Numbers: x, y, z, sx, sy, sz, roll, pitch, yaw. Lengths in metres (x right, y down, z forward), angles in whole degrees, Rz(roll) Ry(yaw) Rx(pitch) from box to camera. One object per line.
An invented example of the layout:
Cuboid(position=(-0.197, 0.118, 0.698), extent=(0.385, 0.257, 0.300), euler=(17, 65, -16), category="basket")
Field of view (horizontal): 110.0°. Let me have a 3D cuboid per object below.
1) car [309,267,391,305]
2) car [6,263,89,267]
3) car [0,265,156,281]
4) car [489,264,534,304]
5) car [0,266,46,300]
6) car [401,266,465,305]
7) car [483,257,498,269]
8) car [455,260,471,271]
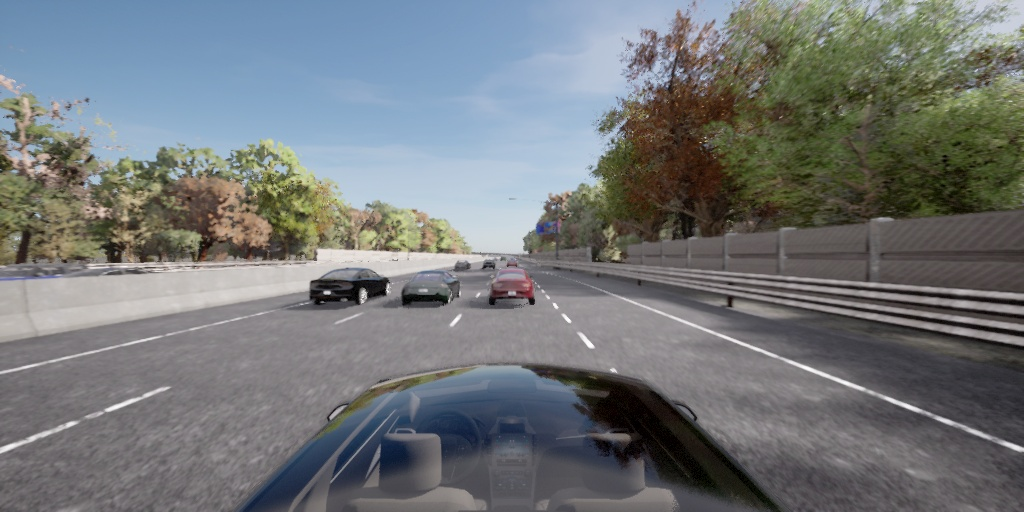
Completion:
Cuboid(position=(-6.999, 1.240, 16.050), extent=(1.882, 1.535, 5.008), euler=(0, 0, 0), category="car")
Cuboid(position=(-21.084, 1.116, 15.676), extent=(2.097, 1.767, 4.553), euler=(0, 0, 0), category="car")
Cuboid(position=(-17.587, 1.268, 15.367), extent=(1.837, 1.490, 4.892), euler=(0, 0, 0), category="car")
Cuboid(position=(0.005, 1.288, 16.290), extent=(1.812, 1.442, 4.674), euler=(0, 0, 0), category="car")
Cuboid(position=(-24.585, 1.256, 15.648), extent=(2.128, 1.511, 4.902), euler=(0, 0, 0), category="car")
Cuboid(position=(-3.494, 1.326, 16.151), extent=(1.994, 1.385, 4.181), euler=(0, 0, 0), category="car")
Cuboid(position=(-3.479, 1.301, 55.651), extent=(1.837, 1.490, 4.892), euler=(0, 0, 0), category="car")
Cuboid(position=(-6.981, 1.283, 51.283), extent=(2.128, 1.511, 4.902), euler=(0, 0, 0), category="car")
